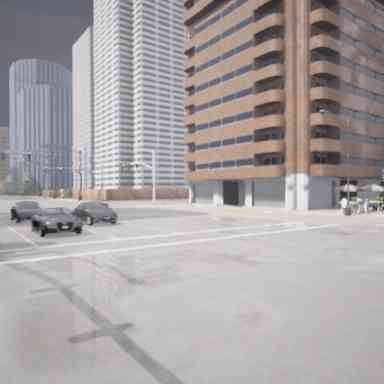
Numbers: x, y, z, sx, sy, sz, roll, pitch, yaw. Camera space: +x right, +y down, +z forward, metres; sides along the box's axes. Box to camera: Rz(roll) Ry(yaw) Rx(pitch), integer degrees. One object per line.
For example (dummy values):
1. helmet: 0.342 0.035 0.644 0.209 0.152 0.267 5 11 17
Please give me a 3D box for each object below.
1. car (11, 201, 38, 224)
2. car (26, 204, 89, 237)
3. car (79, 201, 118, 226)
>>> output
1. car: -12.413 1.463 25.103 1.837 1.490 4.892 -1 1 -35
2. car: -7.370 1.539 17.976 1.994 1.385 4.181 -1 0 -35
3. car: -6.764 1.443 23.177 1.837 1.490 4.892 -1 0 -35
